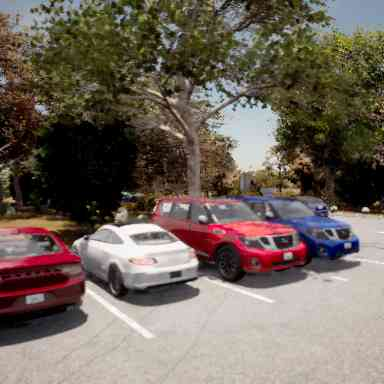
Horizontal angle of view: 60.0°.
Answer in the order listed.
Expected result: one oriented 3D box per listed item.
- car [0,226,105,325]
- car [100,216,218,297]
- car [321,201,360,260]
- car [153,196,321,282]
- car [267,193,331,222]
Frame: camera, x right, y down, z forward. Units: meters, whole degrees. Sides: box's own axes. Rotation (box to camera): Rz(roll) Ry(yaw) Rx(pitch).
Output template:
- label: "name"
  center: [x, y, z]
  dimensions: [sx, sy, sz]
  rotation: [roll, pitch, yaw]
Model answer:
- label: "car"
  center: [-3.823, 1.476, 7.076]
  dimensions: [2.097, 1.535, 5.008]
  rotation: [0, 0, -36]
- label: "car"
  center: [-1.658, 1.505, 8.624]
  dimensions: [2.002, 1.452, 4.674]
  rotation: [0, 0, -36]
- label: "car"
  center: [2.889, 1.199, 11.838]
  dimensions: [2.435, 2.045, 5.566]
  rotation: [0, 0, -36]
- label: "car"
  center: [0.723, 1.205, 10.291]
  dimensions: [2.435, 2.045, 5.566]
  rotation: [0, 0, -35]
- label: "car"
  center: [8.352, 1.131, 26.333]
  dimensions: [2.097, 1.767, 4.553]
  rotation: [-4, 4, -32]
